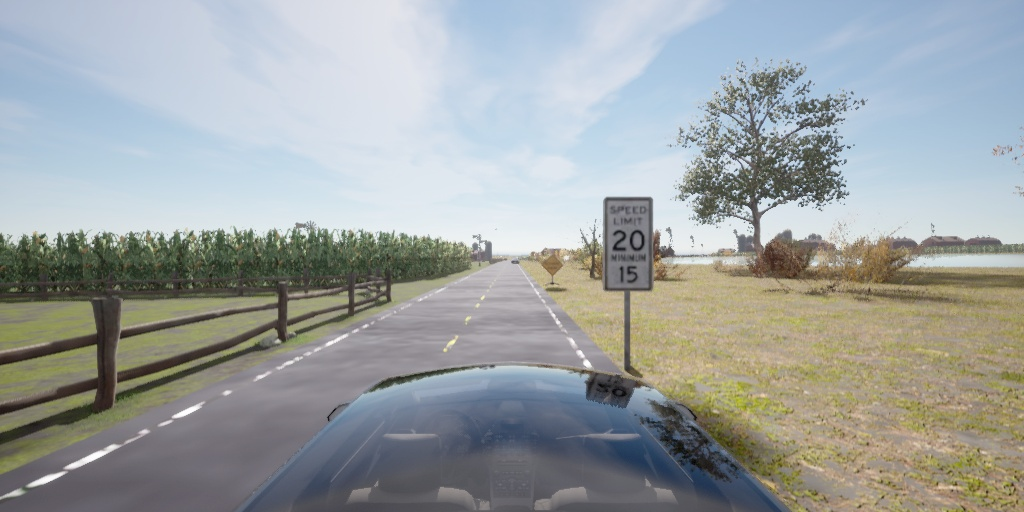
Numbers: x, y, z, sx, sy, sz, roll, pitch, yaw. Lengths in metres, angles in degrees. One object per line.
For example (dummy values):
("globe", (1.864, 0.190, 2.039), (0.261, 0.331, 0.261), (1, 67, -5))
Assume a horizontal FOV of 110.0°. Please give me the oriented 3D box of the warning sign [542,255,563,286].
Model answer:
("warning sign", (2.450, 0.855, 21.755), (1.300, 1.860, 1.060), (0, 0, 0))
